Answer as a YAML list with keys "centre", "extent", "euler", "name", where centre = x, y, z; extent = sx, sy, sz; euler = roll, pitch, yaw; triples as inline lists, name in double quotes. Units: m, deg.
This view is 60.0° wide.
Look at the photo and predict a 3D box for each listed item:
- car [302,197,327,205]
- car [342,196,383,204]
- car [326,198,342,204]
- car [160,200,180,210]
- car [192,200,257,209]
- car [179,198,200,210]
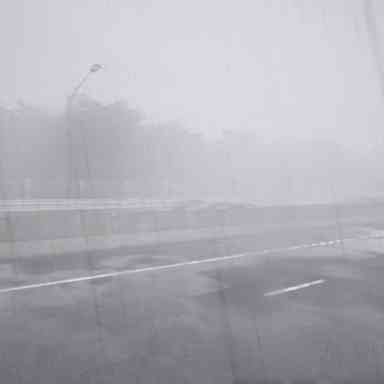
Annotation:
- centre: [15.205, 1.353, 40.013]
  extent: [4.674, 1.442, 1.812]
  euler: [0, 0, -34]
  name: "car"
- centre: [17.516, 1.227, 33.118]
  extent: [4.553, 1.767, 2.097]
  euler: [0, 0, -34]
  name: "car"
- centre: [17.666, 1.451, 37.458]
  extent: [4.718, 1.301, 1.895]
  euler: [0, 0, -34]
  name: "car"
- centre: [-0.451, 1.339, 29.225]
  extent: [4.892, 1.490, 1.837]
  euler: [0, 0, -35]
  name: "car"
- centre: [2.952, 1.429, 23.076]
  extent: [5.357, 1.411, 2.033]
  euler: [0, 0, -35]
  name: "car"
- centre: [1.984, 1.405, 26.658]
  extent: [5.357, 1.411, 2.033]
  euler: [0, 0, -35]
  name: "car"
